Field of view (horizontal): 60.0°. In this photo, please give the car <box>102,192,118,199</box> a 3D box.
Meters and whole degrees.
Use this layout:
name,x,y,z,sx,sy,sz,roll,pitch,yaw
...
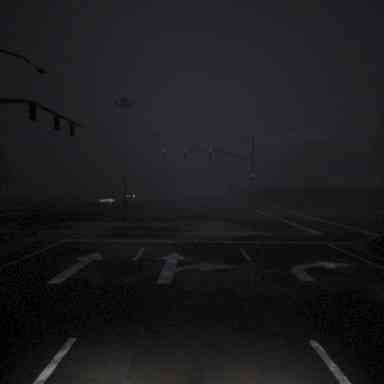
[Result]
name,x,y,z,sx,sy,sz,roll,pitch,yaw
car,-14.981,0.576,60.535,1.895,1.301,4.718,0,1,0

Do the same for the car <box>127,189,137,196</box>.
name,x,y,z,sx,sy,sz,roll,pitch,yaw
car,-14.872,0.104,82.525,1.837,1.490,4.892,0,1,0
